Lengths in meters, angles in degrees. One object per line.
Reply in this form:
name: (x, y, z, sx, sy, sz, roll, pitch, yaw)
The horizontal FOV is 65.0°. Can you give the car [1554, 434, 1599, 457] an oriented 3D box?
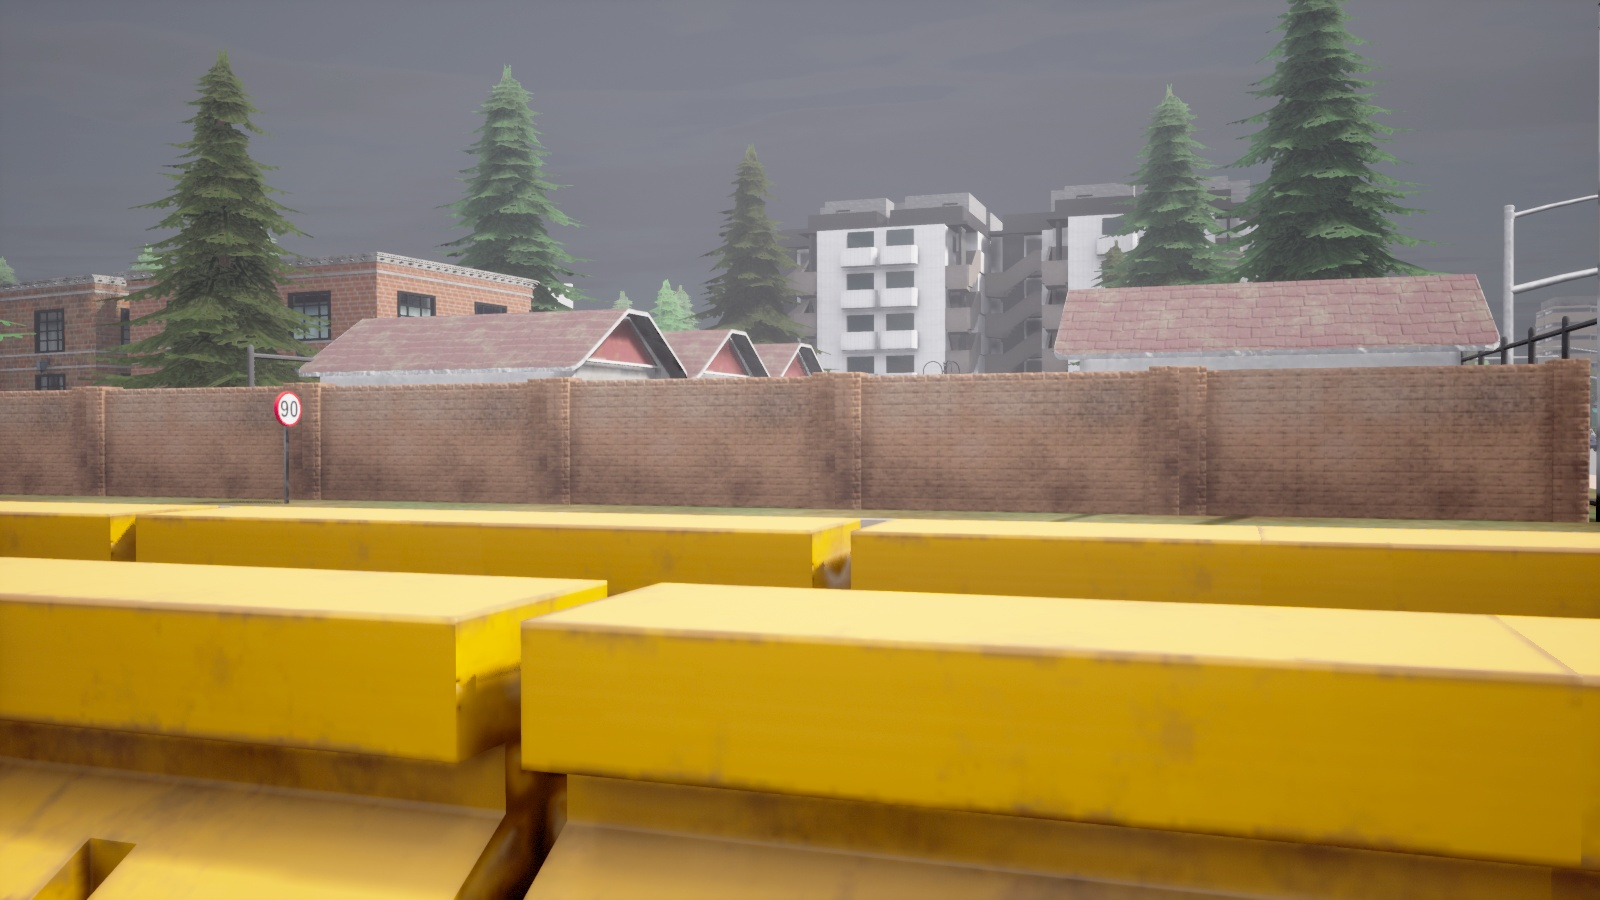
car: (50.429, -0.323, 81.439, 1.970, 1.475, 3.806, 1, 1, 20)
